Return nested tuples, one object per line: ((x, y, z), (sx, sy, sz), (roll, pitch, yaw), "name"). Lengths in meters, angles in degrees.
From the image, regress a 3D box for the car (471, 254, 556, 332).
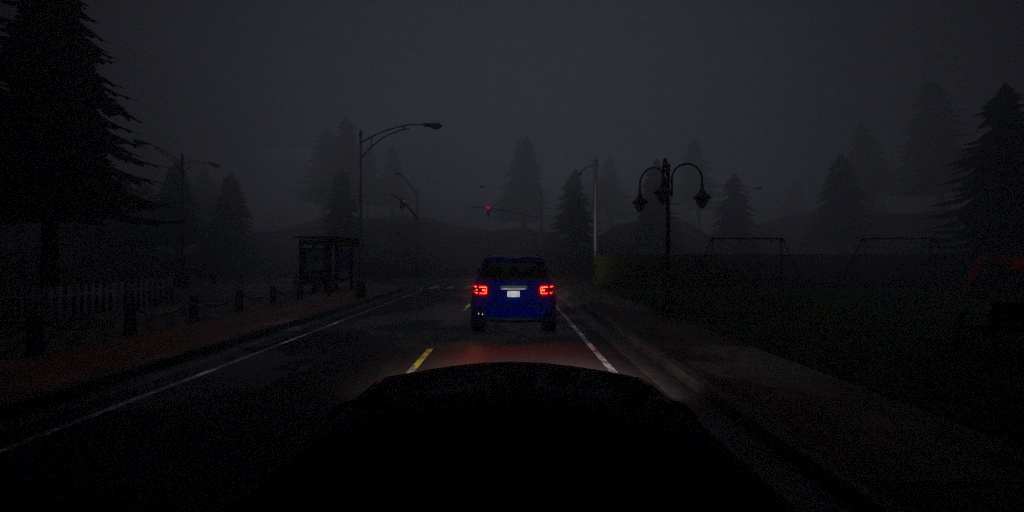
((0.057, 0.971, 10.981), (2.150, 2.045, 5.566), (0, 0, 0), "car")
